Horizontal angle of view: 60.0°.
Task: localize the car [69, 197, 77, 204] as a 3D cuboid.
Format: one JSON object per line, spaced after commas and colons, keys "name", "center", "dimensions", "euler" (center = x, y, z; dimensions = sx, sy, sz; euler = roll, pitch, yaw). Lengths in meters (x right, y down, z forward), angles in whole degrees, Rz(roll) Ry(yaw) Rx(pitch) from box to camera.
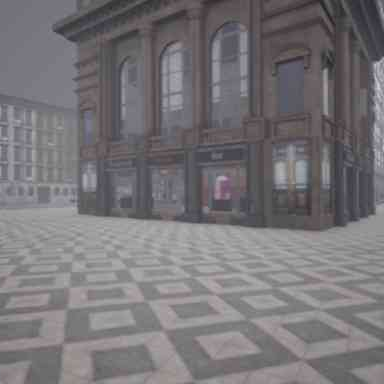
{"name": "car", "center": [-19.917, 1.345, 60.486], "dimensions": [1.882, 1.535, 5.008], "euler": [0, 0, 36]}
